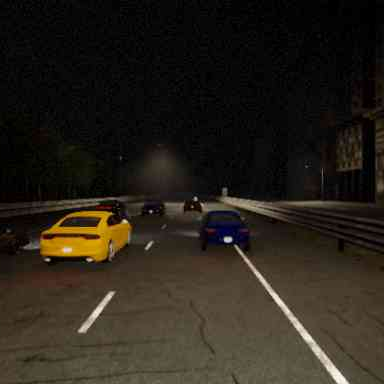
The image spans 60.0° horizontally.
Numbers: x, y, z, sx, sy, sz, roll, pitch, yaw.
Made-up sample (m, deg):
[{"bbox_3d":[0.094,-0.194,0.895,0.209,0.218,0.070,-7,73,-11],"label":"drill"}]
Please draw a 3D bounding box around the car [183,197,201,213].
[{"bbox_3d":[0.066,1.501,36.533,1.994,1.385,4.181,0,0,1],"label":"car"}]

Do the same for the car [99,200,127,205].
[{"bbox_3d":[-6.881,1.429,28.843,1.837,1.490,4.892,0,0,0],"label":"car"}]

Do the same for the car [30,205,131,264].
[{"bbox_3d":[-3.394,1.415,11.530,1.882,1.535,5.008,0,0,0],"label":"car"}]

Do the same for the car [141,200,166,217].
[{"bbox_3d":[-3.382,1.451,29.762,1.812,1.442,4.674,0,0,0],"label":"car"}]

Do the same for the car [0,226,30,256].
[{"bbox_3d":[-6.895,1.492,9.837,2.033,1.411,5.357,0,0,0],"label":"car"}]

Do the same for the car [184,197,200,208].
[{"bbox_3d":[0.035,1.447,48.004,2.128,1.511,4.902,0,0,0],"label":"car"}]

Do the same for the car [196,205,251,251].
[{"bbox_3d":[1.233,1.457,13.697,1.812,1.442,4.674,0,0,0],"label":"car"}]
